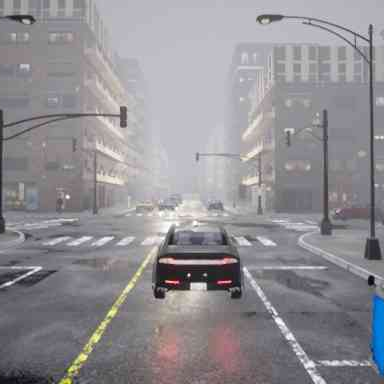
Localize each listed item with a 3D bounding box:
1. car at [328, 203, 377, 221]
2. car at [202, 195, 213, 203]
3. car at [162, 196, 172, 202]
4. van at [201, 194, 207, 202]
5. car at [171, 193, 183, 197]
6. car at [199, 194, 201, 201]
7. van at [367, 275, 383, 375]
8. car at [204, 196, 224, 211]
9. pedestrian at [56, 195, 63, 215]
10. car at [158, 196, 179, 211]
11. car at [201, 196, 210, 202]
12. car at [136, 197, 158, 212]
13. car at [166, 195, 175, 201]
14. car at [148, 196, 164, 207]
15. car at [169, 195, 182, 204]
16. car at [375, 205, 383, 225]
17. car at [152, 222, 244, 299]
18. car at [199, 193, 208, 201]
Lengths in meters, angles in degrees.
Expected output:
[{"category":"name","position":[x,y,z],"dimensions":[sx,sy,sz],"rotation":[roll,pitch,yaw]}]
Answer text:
[{"category":"car","position":[13.709,1.597,28.035],"dimensions":[4.097,1.590,1.967],"rotation":[0,-1,1]},{"category":"car","position":[2.812,1.550,45.519],"dimensions":[2.008,1.369,4.403],"rotation":[1,0,0]},{"category":"car","position":[-5.500,1.547,73.752],"dimensions":[1.887,1.381,4.507],"rotation":[1,0,0]},{"category":"van","position":[2.843,1.341,56.803],"dimensions":[1.690,1.788,3.998],"rotation":[1,0,0]},{"category":"car","position":[-2.915,1.222,61.515],"dimensions":[2.150,2.045,5.566],"rotation":[0,0,1]},{"category":"car","position":[2.867,1.527,68.259],"dimensions":[1.752,1.417,4.829],"rotation":[1,0,0]},{"category":"van","position":[2.679,1.341,1.930],"dimensions":[1.690,1.788,3.998],"rotation":[1,0,0]},{"category":"car","position":[2.799,1.565,39.876],"dimensions":[1.947,1.339,4.313],"rotation":[1,0,0]},{"category":"pedestrian","position":[-12.464,1.205,31.354],"dimensions":[0.375,1.860,0.375],"rotation":[0,-1,1]},{"category":"car","position":[-3.003,1.546,40.874],"dimensions":[2.033,1.411,5.357],"rotation":[0,0,0]},{"category":"car","position":[2.879,1.584,73.731],"dimensions":[1.802,1.307,4.206],"rotation":[1,0,0]},{"category":"car","position":[-5.581,1.524,39.726],"dimensions":[1.752,1.417,4.829],"rotation":[1,0,0]},{"category":"car","position":[-5.473,1.555,85.037],"dimensions":[2.008,1.369,4.403],"rotation":[1,0,0]},{"category":"car","position":[-5.552,1.439,51.182],"dimensions":[1.967,1.590,4.097],"rotation":[1,0,0]},{"category":"car","position":[-2.972,1.525,50.777],"dimensions":[1.812,1.442,4.674],"rotation":[0,0,0]},{"category":"car","position":[13.586,1.575,19.654],"dimensions":[4.313,1.339,1.947],"rotation":[0,-1,1]},{"category":"car","position":[0.121,1.491,8.419],"dimensions":[2.128,1.511,4.902],"rotation":[0,0,0]},{"category":"car","position":[2.911,1.320,85.017],"dimensions":[2.192,1.841,5.009],"rotation":[1,0,0]}]
